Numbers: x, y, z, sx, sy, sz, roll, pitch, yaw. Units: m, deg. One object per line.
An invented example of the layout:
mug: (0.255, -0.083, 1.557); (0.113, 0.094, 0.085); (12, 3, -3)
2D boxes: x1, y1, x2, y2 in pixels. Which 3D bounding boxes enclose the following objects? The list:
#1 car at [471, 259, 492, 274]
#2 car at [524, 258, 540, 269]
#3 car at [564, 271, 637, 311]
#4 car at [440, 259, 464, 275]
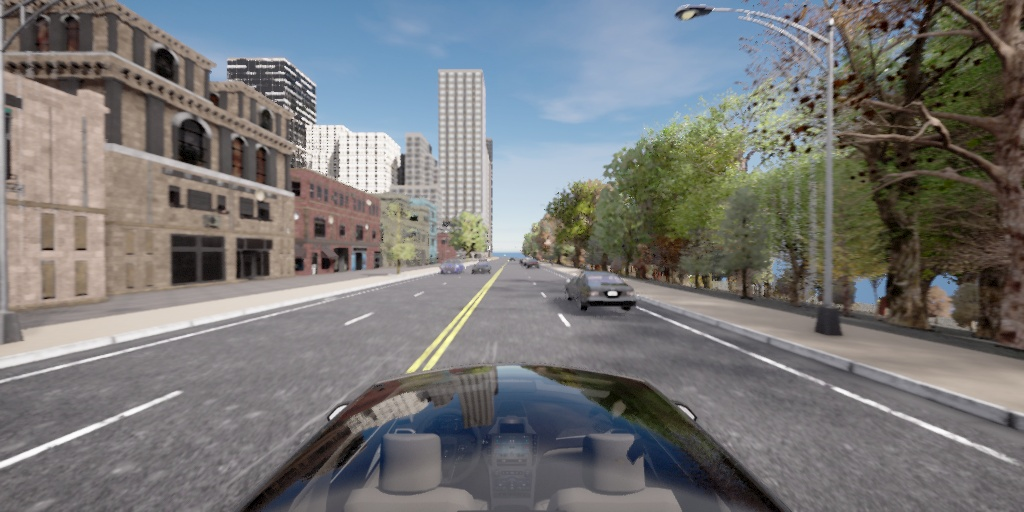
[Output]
car: (-3.317, 1.309, 39.856); (1.994, 1.385, 4.181); (0, 0, 0)
car: (3.252, 1.241, 55.934); (1.837, 1.490, 4.892); (0, 0, 0)
car: (3.352, 1.297, 14.467); (2.033, 1.411, 5.357); (0, 0, 0)
car: (-6.566, 1.096, 39.697); (2.097, 1.767, 4.553); (0, 0, 0)
